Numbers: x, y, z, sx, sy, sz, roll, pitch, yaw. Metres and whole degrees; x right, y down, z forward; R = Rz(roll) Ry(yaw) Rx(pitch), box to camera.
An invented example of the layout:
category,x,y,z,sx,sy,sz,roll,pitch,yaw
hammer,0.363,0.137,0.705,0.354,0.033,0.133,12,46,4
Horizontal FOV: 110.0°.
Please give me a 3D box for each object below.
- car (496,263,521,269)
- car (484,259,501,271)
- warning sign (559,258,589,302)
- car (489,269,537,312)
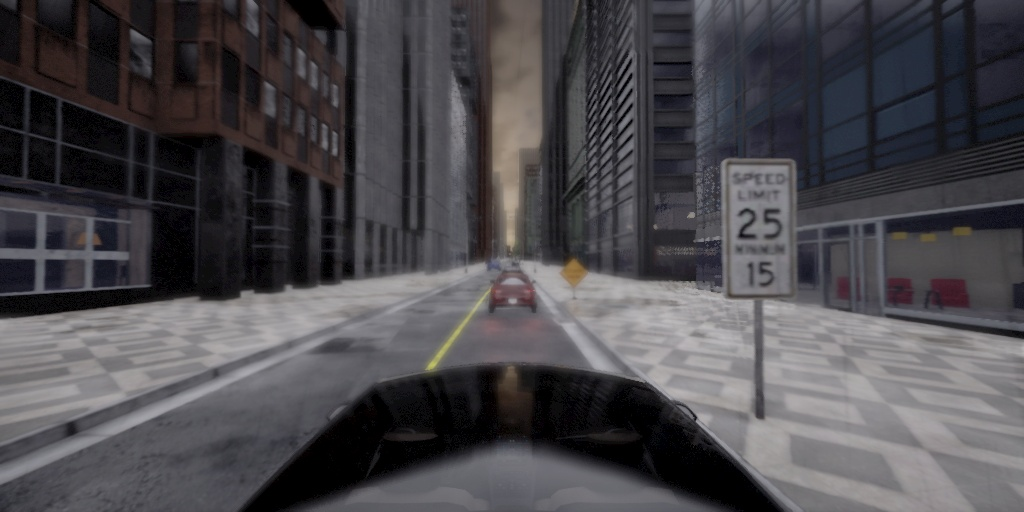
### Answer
category,x,y,z,sx,sy,sz,roll,pitch,yaw
car,0.049,1.542,29.237,2.128,1.511,4.902,0,0,0
car,-3.040,1.525,60.518,2.150,2.045,5.566,0,0,1
warning sign,2.719,1.026,15.670,1.300,1.860,1.060,0,0,0
car,0.054,1.428,14.902,1.812,1.442,4.674,0,0,0
